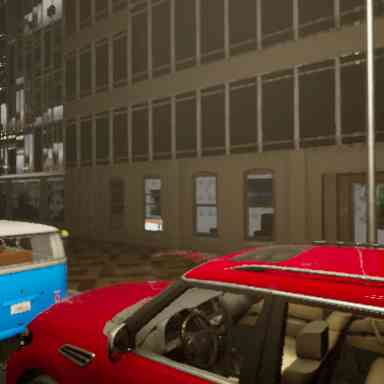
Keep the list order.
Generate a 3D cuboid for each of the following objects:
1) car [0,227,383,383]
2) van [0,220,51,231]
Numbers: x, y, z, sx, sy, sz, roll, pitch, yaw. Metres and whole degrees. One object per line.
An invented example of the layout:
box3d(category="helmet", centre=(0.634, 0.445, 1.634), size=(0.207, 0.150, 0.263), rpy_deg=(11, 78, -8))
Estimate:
box3d(category="car", centre=(0.753, 1.315, 2.349), size=(5.009, 1.841, 2.192), rpy_deg=(0, -1, 35))
box3d(category="van", centre=(-3.841, 1.341, 5.624), size=(3.998, 1.788, 1.690), rpy_deg=(0, -1, 35))
